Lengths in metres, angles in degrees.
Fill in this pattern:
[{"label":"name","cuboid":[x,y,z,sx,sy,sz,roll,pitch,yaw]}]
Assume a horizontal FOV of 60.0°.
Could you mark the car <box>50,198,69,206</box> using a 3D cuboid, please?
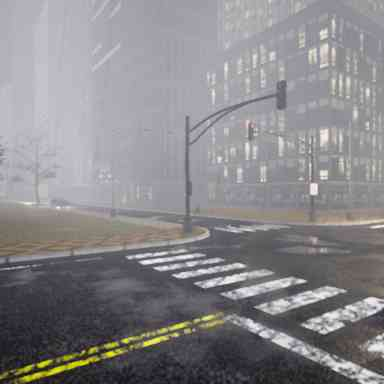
[{"label":"car","cuboid":[-21.625,1.597,54.290,1.895,1.301,4.718,0,0,-35]}]
